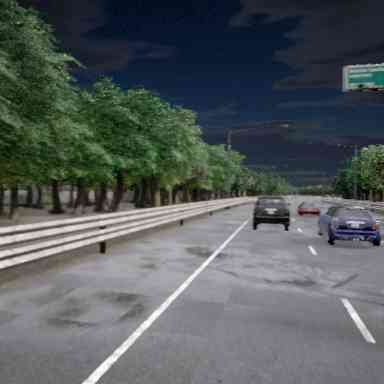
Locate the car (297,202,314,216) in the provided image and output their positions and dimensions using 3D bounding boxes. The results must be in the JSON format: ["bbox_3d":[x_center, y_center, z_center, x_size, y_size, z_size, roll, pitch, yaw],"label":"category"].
[{"bbox_3d":[11.965,1.696,34.346,1.994,1.385,4.181,1,0,14],"label":"car"}]

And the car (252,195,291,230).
[{"bbox_3d":[5.146,1.242,21.520,2.150,2.045,5.566,1,0,14],"label":"car"}]

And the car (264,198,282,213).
[{"bbox_3d":[9.681,1.558,39.612,1.882,1.535,5.008,1,0,14],"label":"car"}]

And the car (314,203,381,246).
[{"bbox_3d":[7.397,1.434,16.068,2.097,1.767,4.553,1,0,14],"label":"car"}]
